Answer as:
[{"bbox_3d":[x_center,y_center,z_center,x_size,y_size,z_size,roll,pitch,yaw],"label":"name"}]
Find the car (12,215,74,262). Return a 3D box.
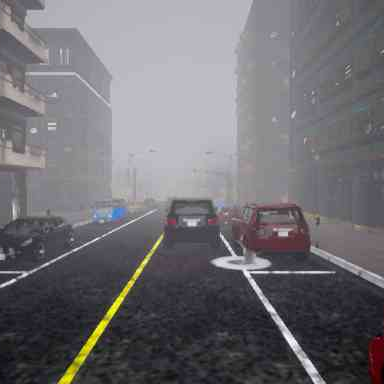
[{"bbox_3d":[-5.703,1.558,12.059,1.947,1.339,4.313,-1,0,0],"label":"car"}]

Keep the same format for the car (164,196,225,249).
[{"bbox_3d":[0.000,1.250,14.682,2.150,2.045,5.566,0,0,0],"label":"car"}]

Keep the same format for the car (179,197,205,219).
[{"bbox_3d":[0.000,1.350,29.625,2.097,1.767,4.553,0,0,0],"label":"car"}]

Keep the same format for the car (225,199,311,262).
[{"bbox_3d":[2.672,1.307,12.108,2.192,1.841,5.009,-1,0,0],"label":"car"}]

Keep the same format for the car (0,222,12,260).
[{"bbox_3d":[-5.704,1.520,6.366,1.752,1.417,4.829,-1,0,0],"label":"car"}]

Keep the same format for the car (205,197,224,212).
[{"bbox_3d":[2.674,1.417,39.729,1.967,1.590,4.097,-1,0,0],"label":"car"}]

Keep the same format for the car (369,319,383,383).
[{"bbox_3d":[2.672,1.312,1.059,2.192,1.841,5.009,-1,0,0],"label":"car"}]

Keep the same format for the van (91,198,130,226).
[{"bbox_3d":[-5.707,1.328,23.108,1.690,1.788,3.998,-1,0,0],"label":"van"}]

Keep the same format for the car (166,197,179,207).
[{"bbox_3d":[-2.999,1.529,52.659,1.837,1.490,4.892,0,0,0],"label":"car"}]

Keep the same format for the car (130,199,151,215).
[{"bbox_3d":[-5.703,1.506,33.986,1.752,1.417,4.829,-1,0,0],"label":"car"}]

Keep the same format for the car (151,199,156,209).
[{"bbox_3d":[-5.800,1.555,45.198,1.802,1.307,4.206,-1,0,0],"label":"car"}]

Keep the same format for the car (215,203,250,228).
[{"bbox_3d":[2.676,1.532,23.156,1.887,1.381,4.507,-1,0,0],"label":"car"}]
